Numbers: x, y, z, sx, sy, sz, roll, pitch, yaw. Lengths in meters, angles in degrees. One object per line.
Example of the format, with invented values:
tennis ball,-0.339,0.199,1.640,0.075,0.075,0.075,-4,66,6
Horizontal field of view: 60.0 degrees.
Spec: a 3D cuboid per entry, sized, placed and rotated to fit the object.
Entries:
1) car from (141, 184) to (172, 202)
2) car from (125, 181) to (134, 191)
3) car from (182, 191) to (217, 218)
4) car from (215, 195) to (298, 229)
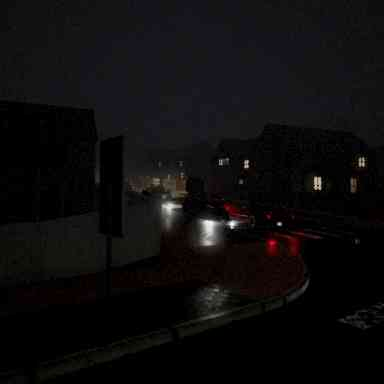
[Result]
car,-3.346,0.063,30.843,2.128,1.511,4.902,0,3,-23
car,-9.172,-0.767,44.694,1.882,1.535,5.008,1,3,-23
car,0.840,0.682,20.878,1.812,1.442,4.674,0,3,-23
car,3.182,1.005,16.970,1.895,1.301,4.718,1,3,-20
